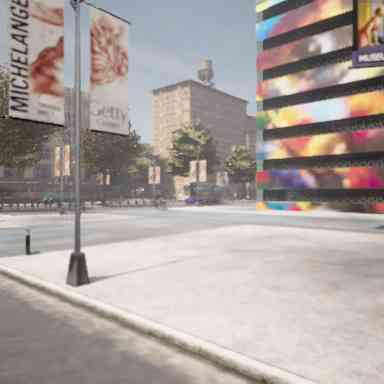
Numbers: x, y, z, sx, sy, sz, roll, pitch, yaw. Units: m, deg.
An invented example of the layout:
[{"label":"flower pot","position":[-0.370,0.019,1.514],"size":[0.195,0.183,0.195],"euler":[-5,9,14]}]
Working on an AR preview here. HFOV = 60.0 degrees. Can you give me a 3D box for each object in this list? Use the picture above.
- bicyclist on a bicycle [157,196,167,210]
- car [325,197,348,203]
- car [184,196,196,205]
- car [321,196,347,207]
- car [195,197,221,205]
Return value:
[{"label":"bicyclist on a bicycle","position":[-3.481,1.308,38.305],"size":[1.656,1.620,0.582],"euler":[0,0,41]},{"label":"car","position":[15.968,1.323,36.918],"size":[2.002,1.452,4.674],"euler":[0,0,41]},{"label":"car","position":[0.561,1.536,60.257],"size":[1.812,1.442,4.674],"euler":[0,0,41]},{"label":"car","position":[20.867,1.418,48.824],"size":[2.161,1.482,4.786],"euler":[0,0,41]},{"label":"car","position":[3.198,1.536,57.956],"size":[1.812,1.442,4.674],"euler":[0,0,41]}]
